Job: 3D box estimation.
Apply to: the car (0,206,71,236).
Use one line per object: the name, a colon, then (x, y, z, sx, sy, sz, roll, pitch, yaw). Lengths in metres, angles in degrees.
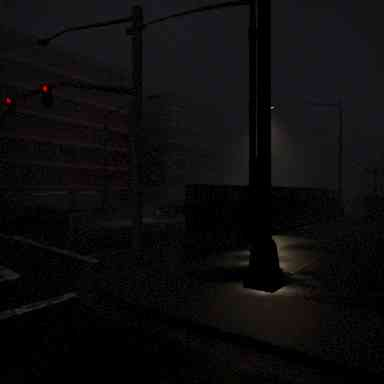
car: (-9.179, 1.525, 18.841, 1.812, 1.442, 4.674, 0, 0, 35)

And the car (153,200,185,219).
car: (-1.474, 1.493, 29.830, 2.128, 1.511, 4.902, 0, 0, 35)
